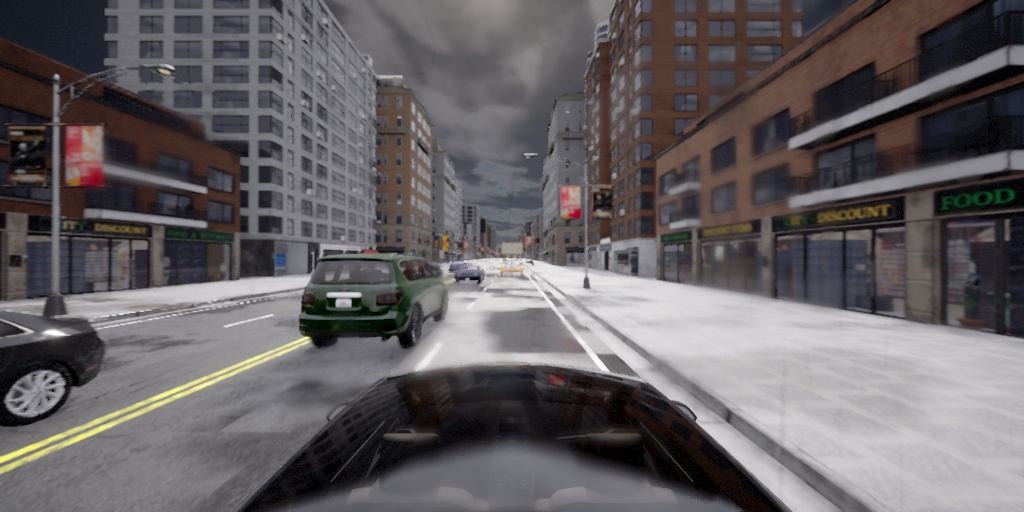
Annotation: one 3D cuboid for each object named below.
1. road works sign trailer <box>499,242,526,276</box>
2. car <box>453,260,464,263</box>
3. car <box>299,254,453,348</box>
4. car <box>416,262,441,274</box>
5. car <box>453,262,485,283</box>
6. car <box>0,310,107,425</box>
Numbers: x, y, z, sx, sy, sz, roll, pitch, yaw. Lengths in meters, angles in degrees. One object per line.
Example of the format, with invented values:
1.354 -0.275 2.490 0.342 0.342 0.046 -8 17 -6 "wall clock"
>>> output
-0.005 0.222 37.545 2.380 3.560 2.880 0 0 0 "road works sign trailer"
-6.591 1.284 44.302 1.812 1.442 4.674 0 0 0 "car"
-3.152 0.972 9.397 2.150 2.045 5.566 0 0 0 "car"
-9.843 1.359 42.822 1.895 1.301 4.718 0 0 0 "car"
-3.152 1.355 27.610 1.895 1.301 4.718 0 0 0 "car"
-6.598 1.254 2.918 1.837 1.490 4.892 0 0 0 "car"
